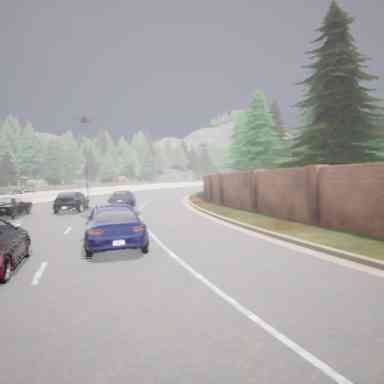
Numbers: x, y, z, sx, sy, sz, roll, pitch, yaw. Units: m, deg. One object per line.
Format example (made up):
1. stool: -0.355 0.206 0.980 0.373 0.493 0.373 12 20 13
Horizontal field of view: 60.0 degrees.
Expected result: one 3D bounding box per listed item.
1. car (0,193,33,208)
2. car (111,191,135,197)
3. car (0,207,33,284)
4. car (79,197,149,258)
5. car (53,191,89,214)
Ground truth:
1. car: -12.119 1.036 21.944 1.895 1.301 4.718 -2 2 -9
2. car: -5.680 0.583 27.111 1.994 1.385 4.181 -2 2 -6
3. car: -5.472 1.357 8.503 1.994 1.385 4.181 -3 3 -18
4. car: -2.617 1.122 11.085 1.812 1.442 4.674 -3 3 -16
5. car: -8.962 0.716 24.938 1.837 1.490 4.892 -2 2 -7
